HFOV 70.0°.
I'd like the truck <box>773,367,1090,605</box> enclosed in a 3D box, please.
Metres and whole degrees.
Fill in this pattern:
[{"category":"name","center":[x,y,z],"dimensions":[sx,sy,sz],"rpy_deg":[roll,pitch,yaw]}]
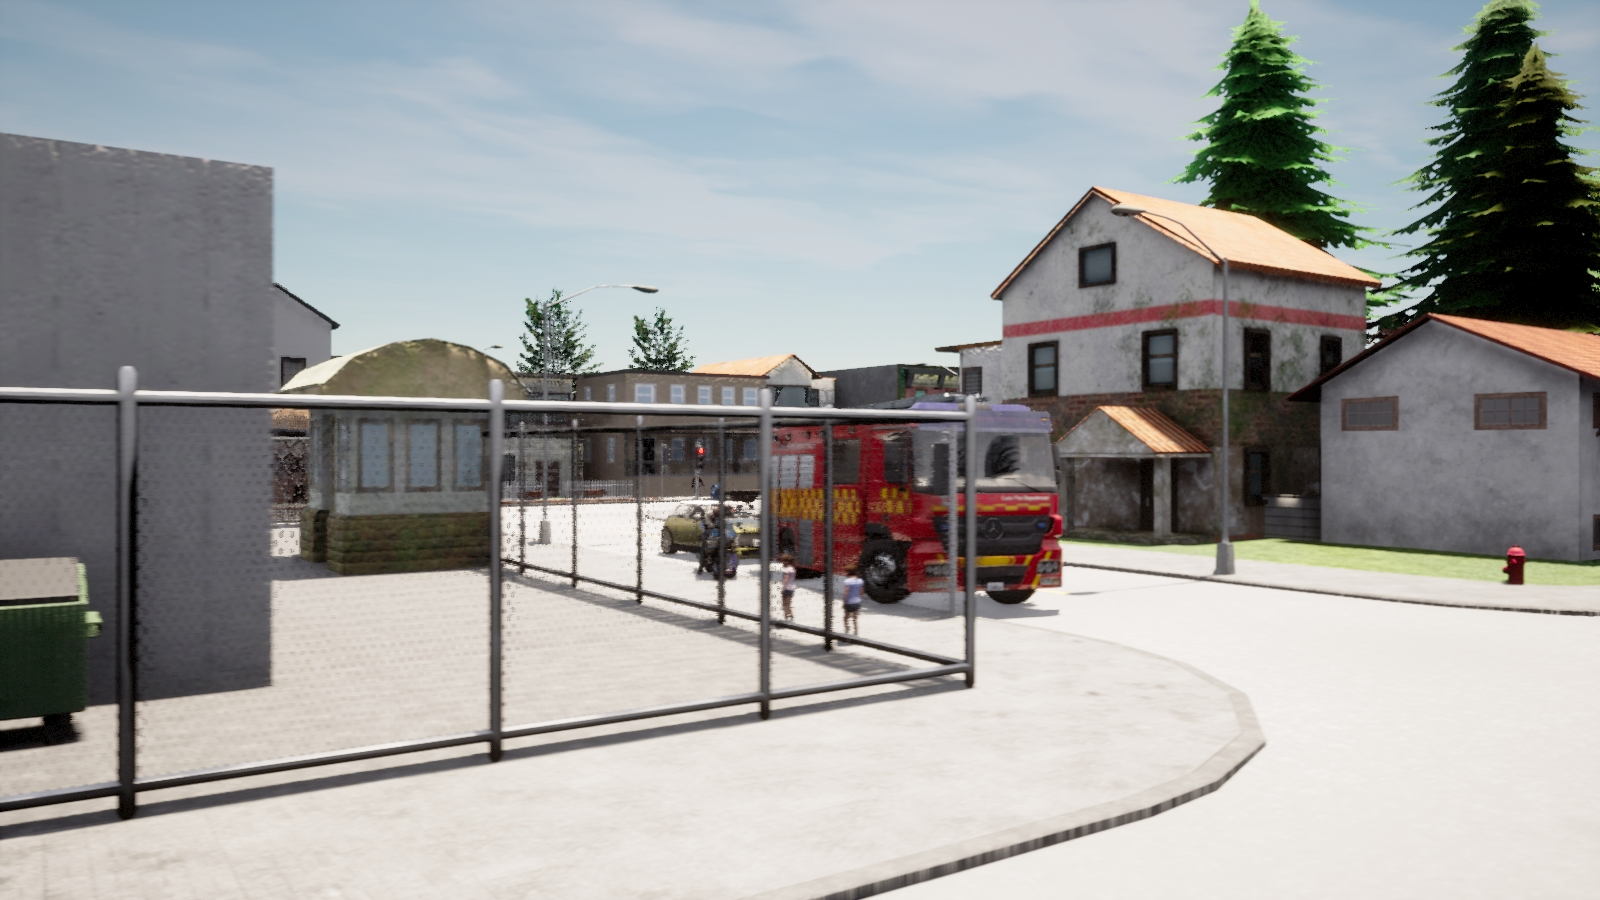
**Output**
[{"category":"truck","center":[2.143,0.685,22.886],"dimensions":[2.891,3.827,8.468],"rpy_deg":[1,-1,-19]}]

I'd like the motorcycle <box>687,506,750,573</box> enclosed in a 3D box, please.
[{"category":"motorcycle","center":[-1.783,1.882,24.558],"dimensions":[0.867,1.251,2.209],"rpy_deg":[0,0,-17]}]

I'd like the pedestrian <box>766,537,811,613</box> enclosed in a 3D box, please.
[{"category":"pedestrian","center":[-0.177,1.902,17.493],"dimensions":[0.500,1.100,0.500],"rpy_deg":[0,0,30]}]

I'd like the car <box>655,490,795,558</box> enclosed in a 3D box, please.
[{"category":"car","center":[-2.019,1.856,29.680],"dimensions":[1.970,1.475,3.806],"rpy_deg":[0,0,-34]}]

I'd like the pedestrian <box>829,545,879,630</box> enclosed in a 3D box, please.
[{"category":"pedestrian","center":[0.746,1.904,15.949],"dimensions":[0.500,1.100,0.500],"rpy_deg":[0,0,-32]}]

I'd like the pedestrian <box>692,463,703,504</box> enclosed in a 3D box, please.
[{"category":"pedestrian","center":[-4.695,1.536,52.277],"dimensions":[0.375,1.860,0.375],"rpy_deg":[0,0,30]}]
